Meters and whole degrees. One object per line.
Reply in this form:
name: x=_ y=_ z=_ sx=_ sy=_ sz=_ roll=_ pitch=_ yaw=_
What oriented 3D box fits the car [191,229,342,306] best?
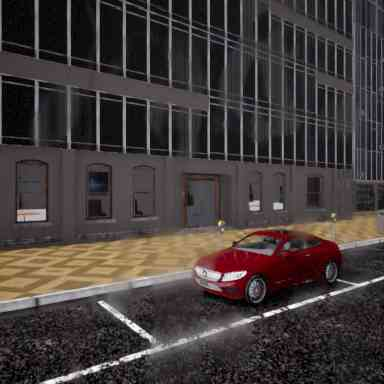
car: x=1.941 y=1.582 z=7.964 sx=4.206 sy=1.307 sz=1.802 roll=0 pitch=0 yaw=-36
